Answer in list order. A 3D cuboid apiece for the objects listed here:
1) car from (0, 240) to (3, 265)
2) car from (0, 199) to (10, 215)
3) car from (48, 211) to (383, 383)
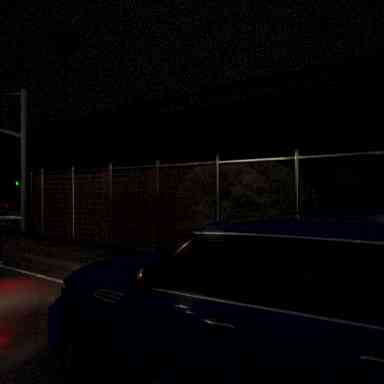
[{"bbox_3d":[-7.128,1.492,9.074,4.902,1.511,2.128,0,0,33],"label":"car"},{"bbox_3d":[-20.228,1.407,31.937,2.097,1.767,4.553,0,0,37],"label":"car"},{"bbox_3d":[0.887,1.221,3.358,5.566,2.045,2.150,0,0,35],"label":"car"}]
